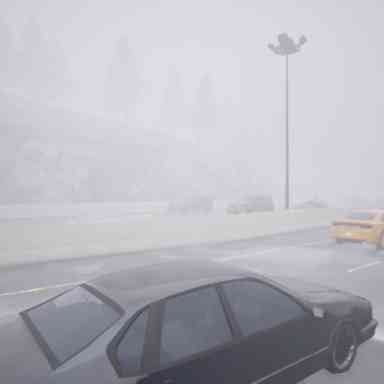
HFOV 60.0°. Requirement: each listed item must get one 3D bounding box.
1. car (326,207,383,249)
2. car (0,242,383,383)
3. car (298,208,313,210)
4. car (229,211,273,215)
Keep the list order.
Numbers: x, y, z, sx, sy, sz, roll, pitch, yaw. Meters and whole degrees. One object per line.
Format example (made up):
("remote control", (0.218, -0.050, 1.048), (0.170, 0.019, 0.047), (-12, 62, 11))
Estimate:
("car", (8.055, 1.506, 14.723), (5.008, 1.535, 1.882), (0, 0, -40))
("car", (0.039, 1.557, 3.861), (5.357, 1.411, 2.033), (0, 0, -36))
("car", (11.584, 1.558, 32.515), (2.128, 1.511, 4.902), (0, 0, 45))
("car", (5.709, 1.294, 31.662), (5.566, 2.045, 2.150), (1, -1, -44))
